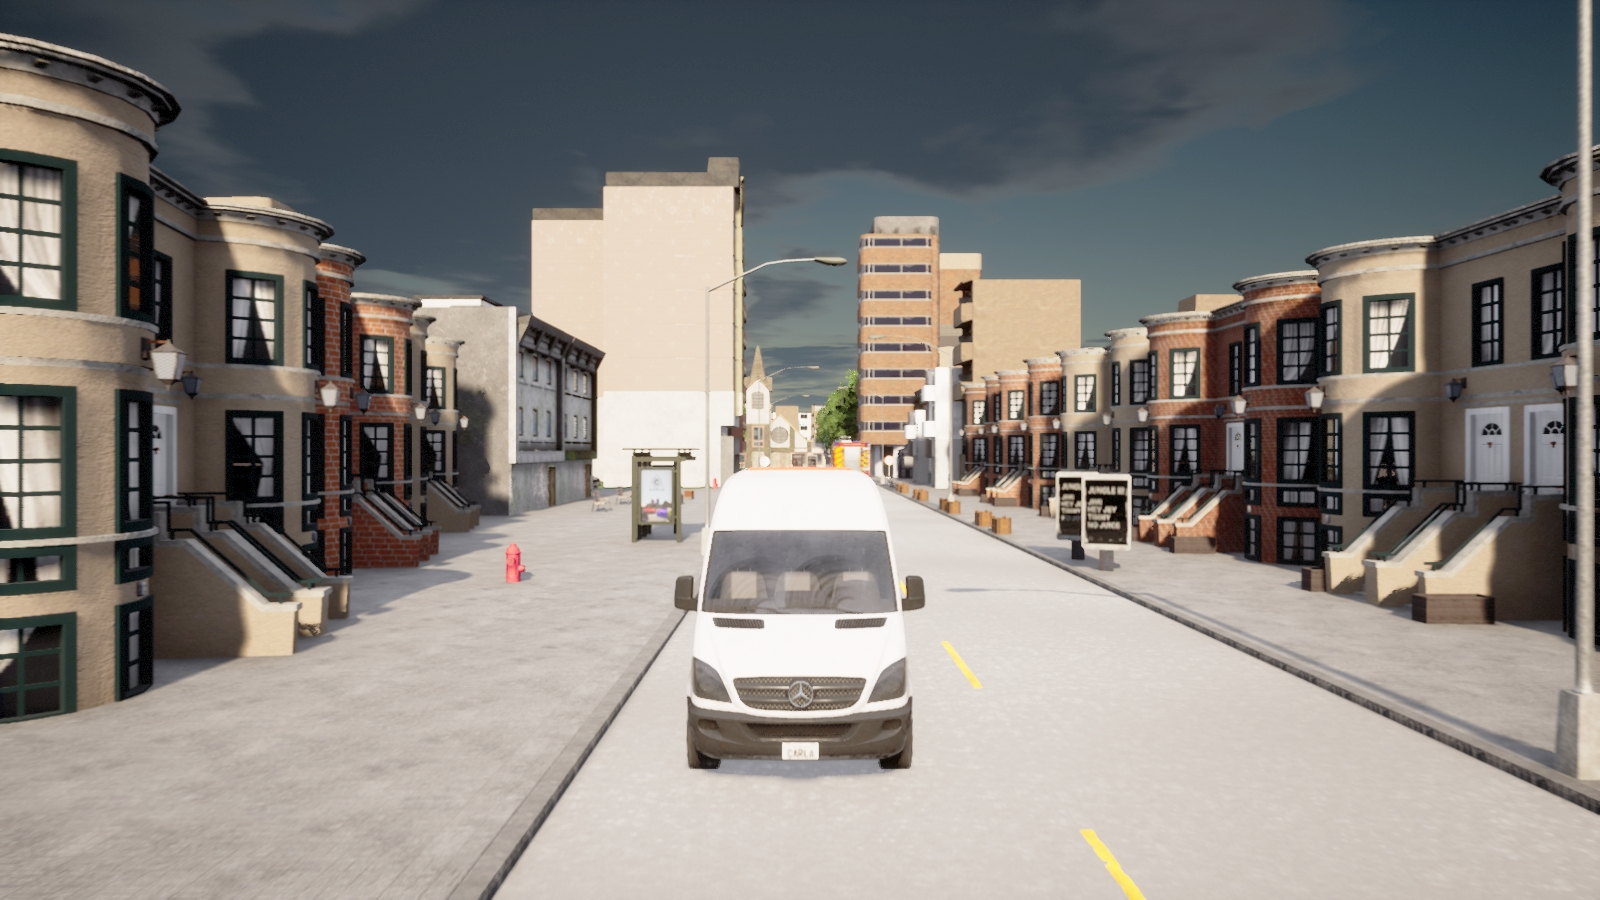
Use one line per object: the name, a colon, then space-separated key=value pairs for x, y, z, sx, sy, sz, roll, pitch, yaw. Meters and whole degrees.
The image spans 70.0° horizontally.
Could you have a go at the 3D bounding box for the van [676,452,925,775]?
van: x=0.004 y=1.308 z=12.057 sx=1.988 sy=2.561 sz=5.915 roll=0 pitch=0 yaw=0
